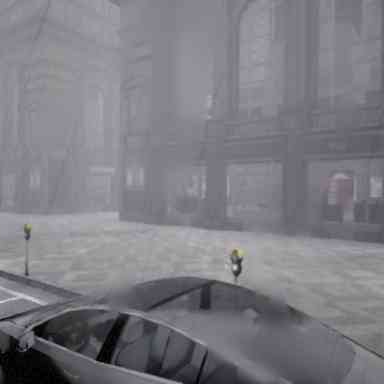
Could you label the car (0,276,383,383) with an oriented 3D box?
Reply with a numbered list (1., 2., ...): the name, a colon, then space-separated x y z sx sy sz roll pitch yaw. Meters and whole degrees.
1. car: -0.430 1.551 3.268 4.313 1.339 1.947 1 0 36
